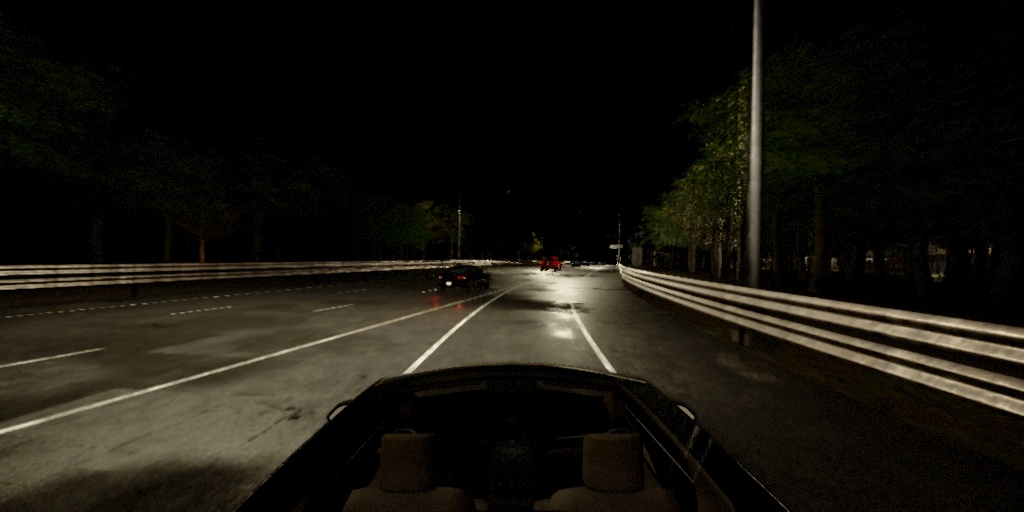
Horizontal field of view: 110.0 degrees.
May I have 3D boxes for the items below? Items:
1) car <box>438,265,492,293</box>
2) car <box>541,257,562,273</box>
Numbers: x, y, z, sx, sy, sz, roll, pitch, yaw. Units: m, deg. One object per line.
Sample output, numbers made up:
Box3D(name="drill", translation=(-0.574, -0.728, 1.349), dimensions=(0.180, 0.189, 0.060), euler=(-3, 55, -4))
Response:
Box3D(name="car", translation=(-2.603, 1.252, 20.506), dimensions=(1.812, 1.442, 4.674), euler=(1, 0, 16))
Box3D(name="car", translation=(5.327, 1.136, 48.609), dimensions=(2.150, 2.045, 5.566), euler=(1, 0, 16))
